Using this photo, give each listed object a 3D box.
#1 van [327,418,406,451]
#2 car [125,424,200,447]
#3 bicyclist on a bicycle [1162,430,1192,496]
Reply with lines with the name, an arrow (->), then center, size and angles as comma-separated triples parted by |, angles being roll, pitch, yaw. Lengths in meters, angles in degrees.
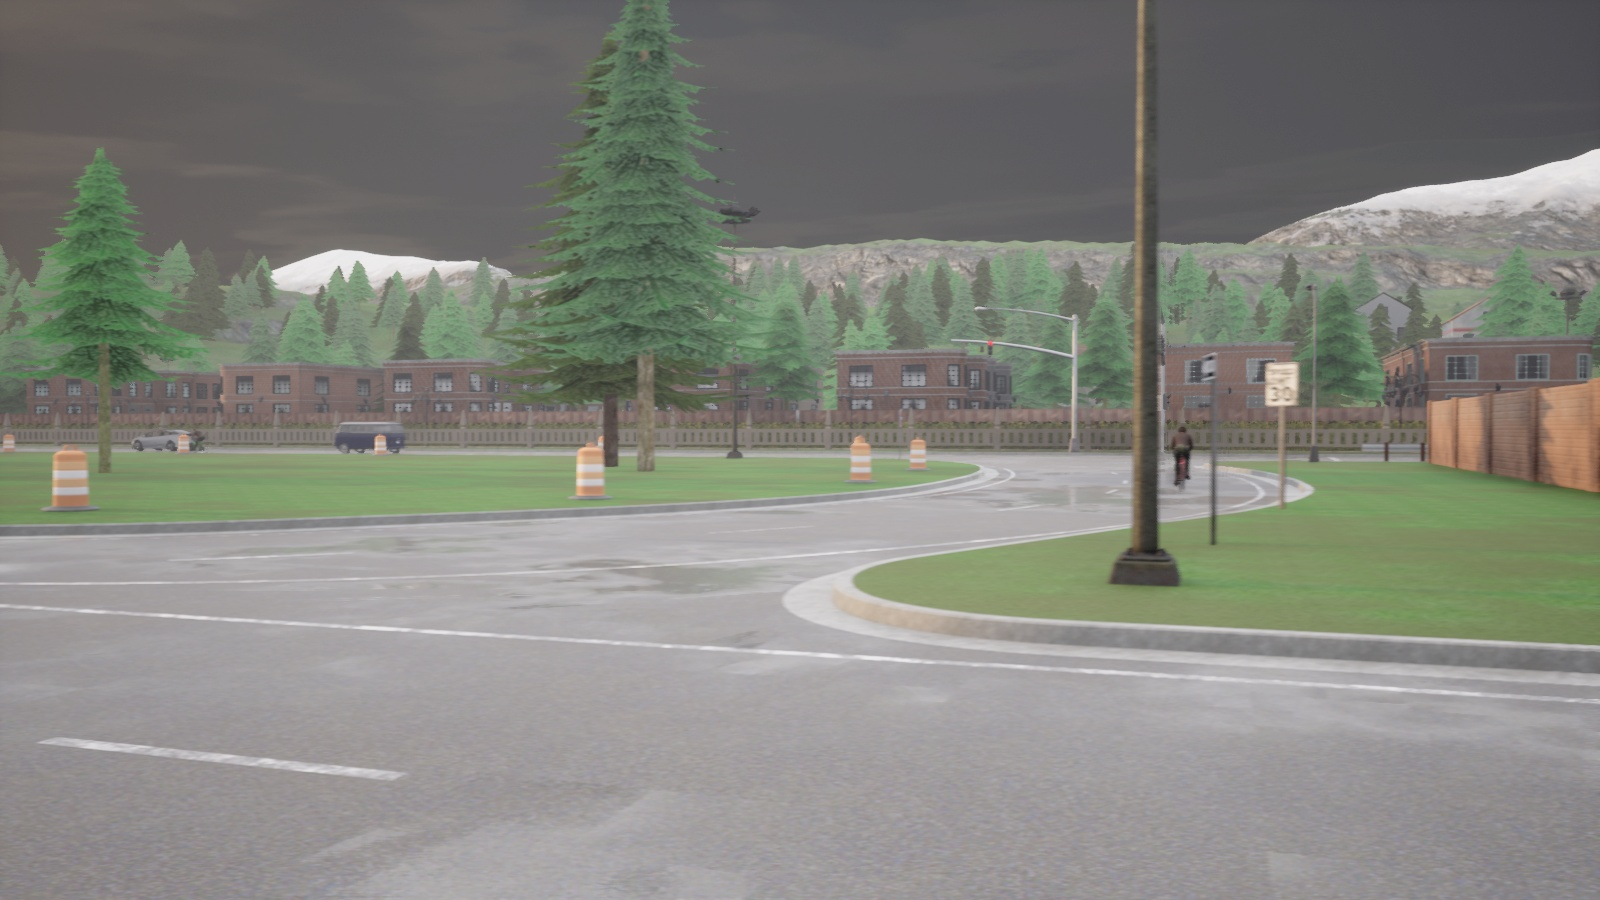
van -> -26.641, -0.944, 77.137 | 4.442, 1.987, 1.775 | 1, 1, 18
car -> -43.981, -1.040, 86.610 | 4.514, 1.525, 2.007 | 1, 1, 18
bicyclist on a bicycle -> 9.456, 0.305, 31.463 | 0.582, 1.620, 1.656 | 0, 1, 21
